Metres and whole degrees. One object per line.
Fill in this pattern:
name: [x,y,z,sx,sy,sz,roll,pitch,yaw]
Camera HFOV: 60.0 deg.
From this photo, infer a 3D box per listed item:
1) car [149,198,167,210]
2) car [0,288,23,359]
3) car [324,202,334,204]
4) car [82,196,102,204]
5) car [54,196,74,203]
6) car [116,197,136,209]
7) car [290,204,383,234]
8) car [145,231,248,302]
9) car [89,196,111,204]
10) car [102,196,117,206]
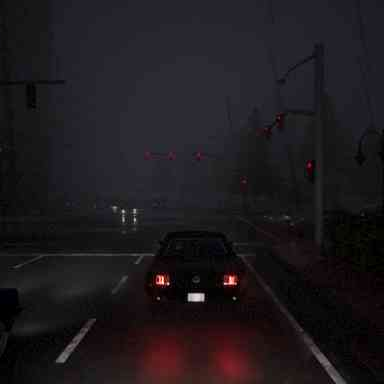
car: [-4.482,1.546,43.978,2.033,1.411,5.357,0,0,-14]
car: [-3.429,1.601,2.759,1.895,1.301,4.718,0,0,0]
car: [11.726,1.618,29.552,4.181,1.385,1.994,0,0,1]
car: [-18.416,1.599,61.692,1.895,1.301,4.718,0,0,-44]
car: [-26.350,1.522,68.159,4.674,1.442,1.812,0,0,31]
car: [-8.888,1.524,45.528,1.812,1.442,4.674,0,0,-18]
car: [7.978,1.582,18.867,4.674,1.442,1.812,0,0,0]
car: [0.091,1.601,8.183,1.895,1.301,4.718,0,0,0]
car: [-18.531,1.502,66.719,4.892,1.490,1.837,0,-1,41]
car: [-12.545,1.476,53.909,1.882,1.535,5.008,0,0,-31]
